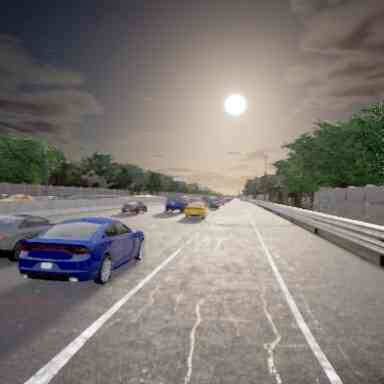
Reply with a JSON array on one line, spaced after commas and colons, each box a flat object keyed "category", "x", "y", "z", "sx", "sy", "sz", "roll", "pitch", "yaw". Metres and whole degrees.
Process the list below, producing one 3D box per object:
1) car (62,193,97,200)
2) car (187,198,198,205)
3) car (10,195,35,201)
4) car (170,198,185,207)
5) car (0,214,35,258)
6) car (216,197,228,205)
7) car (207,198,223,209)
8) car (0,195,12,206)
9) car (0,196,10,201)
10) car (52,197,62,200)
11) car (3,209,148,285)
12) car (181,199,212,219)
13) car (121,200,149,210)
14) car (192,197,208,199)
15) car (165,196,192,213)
[{"category": "car", "x": -15.306, "y": 1.154, "z": 46.597, "sx": 2.150, "sy": 2.045, "sz": 5.566, "roll": 2, "pitch": -1, "yaw": 8}, {"category": "car", "x": 0.175, "y": 2.252, "z": 82.191, "sx": 2.128, "sy": 1.511, "sz": 4.902, "roll": 2, "pitch": -1, "yaw": 8}, {"category": "car", "x": -22.784, "y": 1.162, "z": 43.774, "sx": 1.882, "sy": 1.535, "sz": 5.008, "roll": 2, "pitch": 0, "yaw": 8}, {"category": "car", "x": -2.680, "y": 1.943, "z": 61.121, "sx": 1.837, "sy": 1.490, "sz": 4.892, "roll": 2, "pitch": -1, "yaw": 8}, {"category": "car", "x": -6.029, "y": 1.484, "z": 11.825, "sx": 1.994, "sy": 1.385, "sz": 4.181, "roll": 2, "pitch": 0, "yaw": 8}, {"category": "car", "x": 7.215, "y": 2.532, "z": 82.052, "sx": 1.895, "sy": 1.301, "sz": 4.718, "roll": 2, "pitch": -1, "yaw": 8}, {"category": "car", "x": 3.673, "y": 2.180, "z": 55.936, "sx": 1.895, "sy": 1.301, "sz": 4.718, "roll": 2, "pitch": -1, "yaw": 8}, {"category": "car", "x": -26.261, "y": 1.148, "z": 44.147, "sx": 1.994, "sy": 1.385, "sz": 4.181, "roll": 2, "pitch": 0, "yaw": 8}, {"category": "car", "x": -17.940, "y": 1.264, "z": 28.083, "sx": 1.994, "sy": 1.385, "sz": 4.181, "roll": 2, "pitch": 0, "yaw": 8}, {"category": "car", "x": -18.744, "y": 1.399, "z": 47.313, "sx": 1.994, "sy": 1.385, "sz": 4.181, "roll": 2, "pitch": -1, "yaw": 9}, {"category": "car", "x": -2.800, "y": 1.476, "z": 9.656, "sx": 1.882, "sy": 1.535, "sz": 5.008, "roll": 2, "pitch": 0, "yaw": 8}, {"category": "car", "x": 0.531, "y": 1.769, "z": 33.207, "sx": 1.882, "sy": 1.535, "sz": 5.008, "roll": 2, "pitch": 0, "yaw": 8}, {"category": "car", "x": -6.166, "y": 1.640, "z": 35.868, "sx": 1.812, "sy": 1.442, "sz": 4.674, "roll": 2, "pitch": 0, "yaw": 8}, {"category": "car", "x": 1.583, "y": 2.178, "z": 66.510, "sx": 1.994, "sy": 1.385, "sz": 4.181, "roll": 2, "pitch": -1, "yaw": 8}, {"category": "car", "x": -1.865, "y": 1.508, "z": 41.317, "sx": 2.150, "sy": 2.045, "sz": 5.566, "roll": 2, "pitch": 0, "yaw": 8}]
